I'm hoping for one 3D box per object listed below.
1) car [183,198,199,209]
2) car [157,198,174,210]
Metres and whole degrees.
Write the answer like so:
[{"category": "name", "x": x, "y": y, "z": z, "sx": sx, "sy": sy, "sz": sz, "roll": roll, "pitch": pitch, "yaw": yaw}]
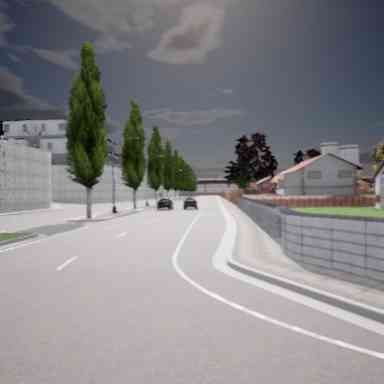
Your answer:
[{"category": "car", "x": -0.212, "y": 1.626, "z": 46.623, "sx": 1.837, "sy": 1.490, "sz": 4.892, "roll": -1, "pitch": 0, "yaw": 3}, {"category": "car", "x": -3.739, "y": 1.675, "z": 46.441, "sx": 1.837, "sy": 1.490, "sz": 4.892, "roll": -1, "pitch": 0, "yaw": 4}]
